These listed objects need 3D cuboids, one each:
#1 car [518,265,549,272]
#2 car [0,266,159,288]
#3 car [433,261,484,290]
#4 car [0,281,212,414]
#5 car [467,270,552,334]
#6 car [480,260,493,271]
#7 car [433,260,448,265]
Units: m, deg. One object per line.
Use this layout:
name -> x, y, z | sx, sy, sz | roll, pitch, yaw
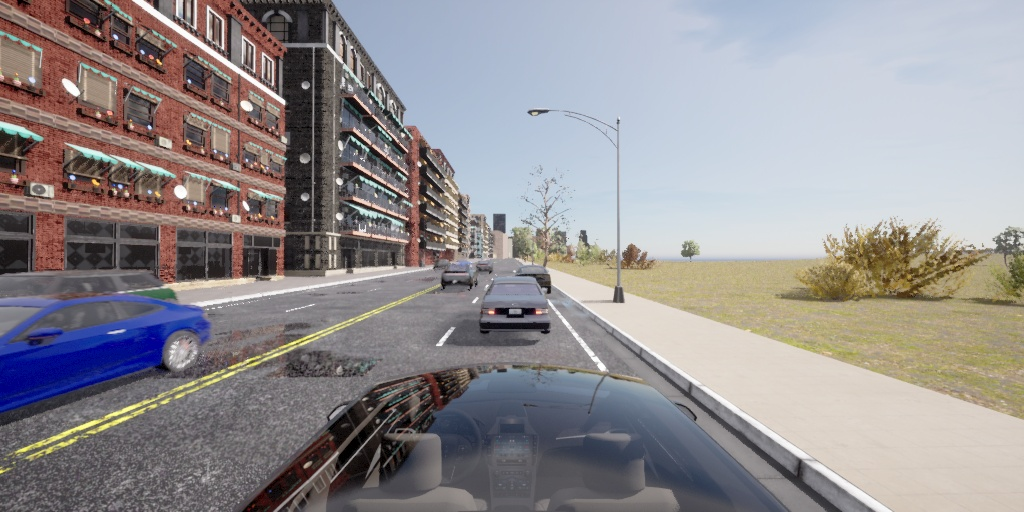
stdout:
car -> 1.109, 1.230, 20.381 | 1.882, 1.535, 5.008 | 0, 0, 0
car -> -9.860, 1.103, 7.594 | 2.097, 1.767, 4.553 | 0, 0, 0
car -> -3.181, 1.243, 22.401 | 2.128, 1.511, 4.902 | 0, 0, 0
car -> -6.607, 1.276, 4.933 | 1.812, 1.442, 4.674 | 0, 0, 0
car -> 0.090, 1.299, 10.617 | 2.033, 1.411, 5.357 | 0, 0, 0
car -> -3.209, 1.242, 42.158 | 2.128, 1.511, 4.902 | 0, 0, 0
car -> -9.918, 1.255, 50.729 | 1.837, 1.490, 4.892 | 0, 0, 0
